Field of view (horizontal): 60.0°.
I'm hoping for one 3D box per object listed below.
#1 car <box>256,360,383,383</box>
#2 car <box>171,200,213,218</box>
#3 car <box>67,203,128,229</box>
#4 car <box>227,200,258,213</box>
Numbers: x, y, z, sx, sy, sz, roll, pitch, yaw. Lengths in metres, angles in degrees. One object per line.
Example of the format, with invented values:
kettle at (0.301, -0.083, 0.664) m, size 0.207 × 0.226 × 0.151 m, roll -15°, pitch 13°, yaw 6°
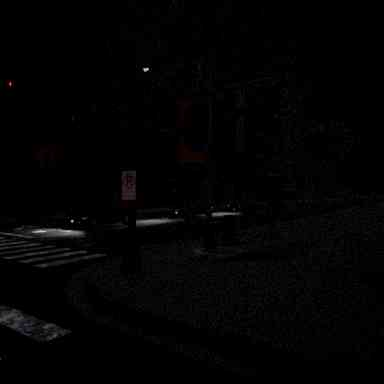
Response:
car at (2.150, 1.551, 1.312) m, size 4.403 × 1.369 × 2.008 m, roll 0°, pitch 0°, yaw 36°
car at (0.069, 1.531, 30.719) m, size 2.128 × 1.511 × 4.902 m, roll 0°, pitch 0°, yaw 35°
car at (-5.969, 1.525, 22.215) m, size 1.837 × 1.490 × 4.892 m, roll 0°, pitch 0°, yaw 32°
car at (5.957, 1.661, 39.035) m, size 1.895 × 1.301 × 4.718 m, roll 0°, pitch 0°, yaw 35°
